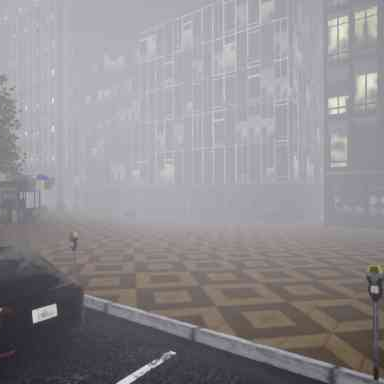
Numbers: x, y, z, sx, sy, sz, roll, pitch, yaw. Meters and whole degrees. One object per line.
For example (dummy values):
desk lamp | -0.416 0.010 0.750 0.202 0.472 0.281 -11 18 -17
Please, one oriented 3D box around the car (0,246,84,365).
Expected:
car | -3.549 1.566 5.405 4.313 1.339 1.947 0 0 35
